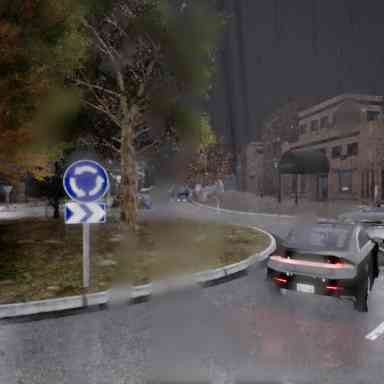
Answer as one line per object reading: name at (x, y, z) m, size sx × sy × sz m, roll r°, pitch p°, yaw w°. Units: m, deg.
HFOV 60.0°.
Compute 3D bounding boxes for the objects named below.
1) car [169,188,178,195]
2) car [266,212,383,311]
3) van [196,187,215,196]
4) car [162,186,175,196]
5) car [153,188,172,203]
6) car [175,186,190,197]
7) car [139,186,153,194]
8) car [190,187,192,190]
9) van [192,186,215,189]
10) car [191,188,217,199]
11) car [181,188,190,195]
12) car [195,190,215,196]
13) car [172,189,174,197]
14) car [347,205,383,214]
car at (-4.559, -0.141, 82.815) m, size 1.837 × 1.490 × 4.892 m, roll 0°, pitch 2°, yaw 4°
car at (3.293, 1.469, 7.887) m, size 2.128 × 1.511 × 4.902 m, roll 0°, pitch 0°, yaw 32°
van at (3.199, -0.101, 79.547) m, size 4.442 × 1.987 × 1.878 m, roll 0°, pitch 2°, yaw 3°
car at (-4.931, 0.183, 72.933) m, size 2.097 × 1.767 × 4.553 m, roll 0°, pitch 2°, yaw 2°
car at (-4.622, 0.721, 52.944) m, size 2.097 × 1.767 × 4.553 m, roll 0°, pitch 1°, yaw -4°
car at (-1.932, 0.059, 72.745) m, size 2.150 × 2.045 × 5.566 m, roll 0°, pitch 2°, yaw 2°
car at (-12.875, -0.244, 90.219) m, size 2.097 × 1.535 × 5.008 m, roll 0°, pitch 2°, yaw 5°
car at (2.864, 0.120, 71.503) m, size 5.566 × 2.045 × 2.435 m, roll 0°, pitch 2°, yaw 1°
van at (2.682, 0.223, 68.762) m, size 4.442 × 1.987 × 1.878 m, roll 0°, pitch 2°, yaw 1°
car at (2.707, 0.604, 63.258) m, size 4.892 × 1.521 × 2.231 m, roll 0°, pitch 2°, yaw 1°
car at (-1.537, -0.127, 83.072) m, size 1.837 × 1.490 × 4.892 m, roll 0°, pitch 2°, yaw 4°
car at (2.968, 0.250, 76.851) m, size 4.674 × 1.452 × 2.002 m, roll 0°, pitch 2°, yaw 2°
car at (-4.991, 0.671, 62.997) m, size 1.994 × 1.385 × 4.181 m, roll 0°, pitch 2°, yaw 1°
car at (11.069, 1.478, 20.335) m, size 4.181 × 1.385 × 1.994 m, roll -1°, pitch 0°, yaw 27°
